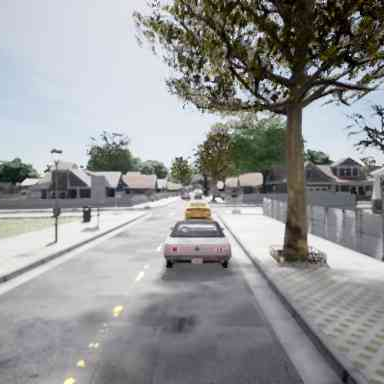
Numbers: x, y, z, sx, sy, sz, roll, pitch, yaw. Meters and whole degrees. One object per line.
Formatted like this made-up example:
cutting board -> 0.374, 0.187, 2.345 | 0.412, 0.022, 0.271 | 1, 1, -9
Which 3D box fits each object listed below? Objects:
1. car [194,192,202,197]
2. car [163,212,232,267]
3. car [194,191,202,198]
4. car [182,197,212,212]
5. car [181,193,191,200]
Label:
car -> 1.522, 1.127, 82.063 | 2.128, 1.511, 4.902 | 0, 0, 1
car -> 0.180, 1.575, 11.240 | 1.895, 1.301, 4.718 | 0, 0, 1
car -> 1.737, 0.748, 92.450 | 2.097, 1.767, 4.553 | 0, 0, 1
car -> 0.447, 1.399, 24.939 | 1.882, 1.535, 5.008 | 0, 0, 1
car -> -1.352, 0.989, 76.139 | 2.097, 1.767, 4.553 | 0, 0, 1
